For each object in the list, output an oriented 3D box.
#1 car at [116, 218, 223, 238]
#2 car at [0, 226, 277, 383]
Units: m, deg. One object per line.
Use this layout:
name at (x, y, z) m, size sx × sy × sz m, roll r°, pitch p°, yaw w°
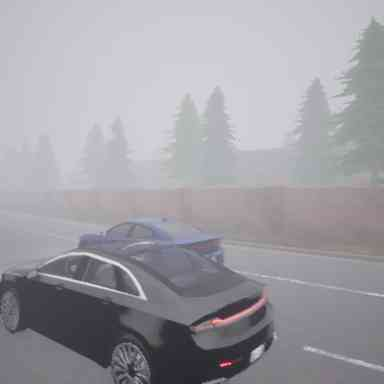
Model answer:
car at (-1.390, 1.505, 9.752) m, size 5.008 × 1.535 × 1.882 m, roll 0°, pitch 0°, yaw 40°
car at (-1.183, 1.506, 5.091) m, size 4.902 × 1.511 × 2.128 m, roll 0°, pitch 0°, yaw 38°
